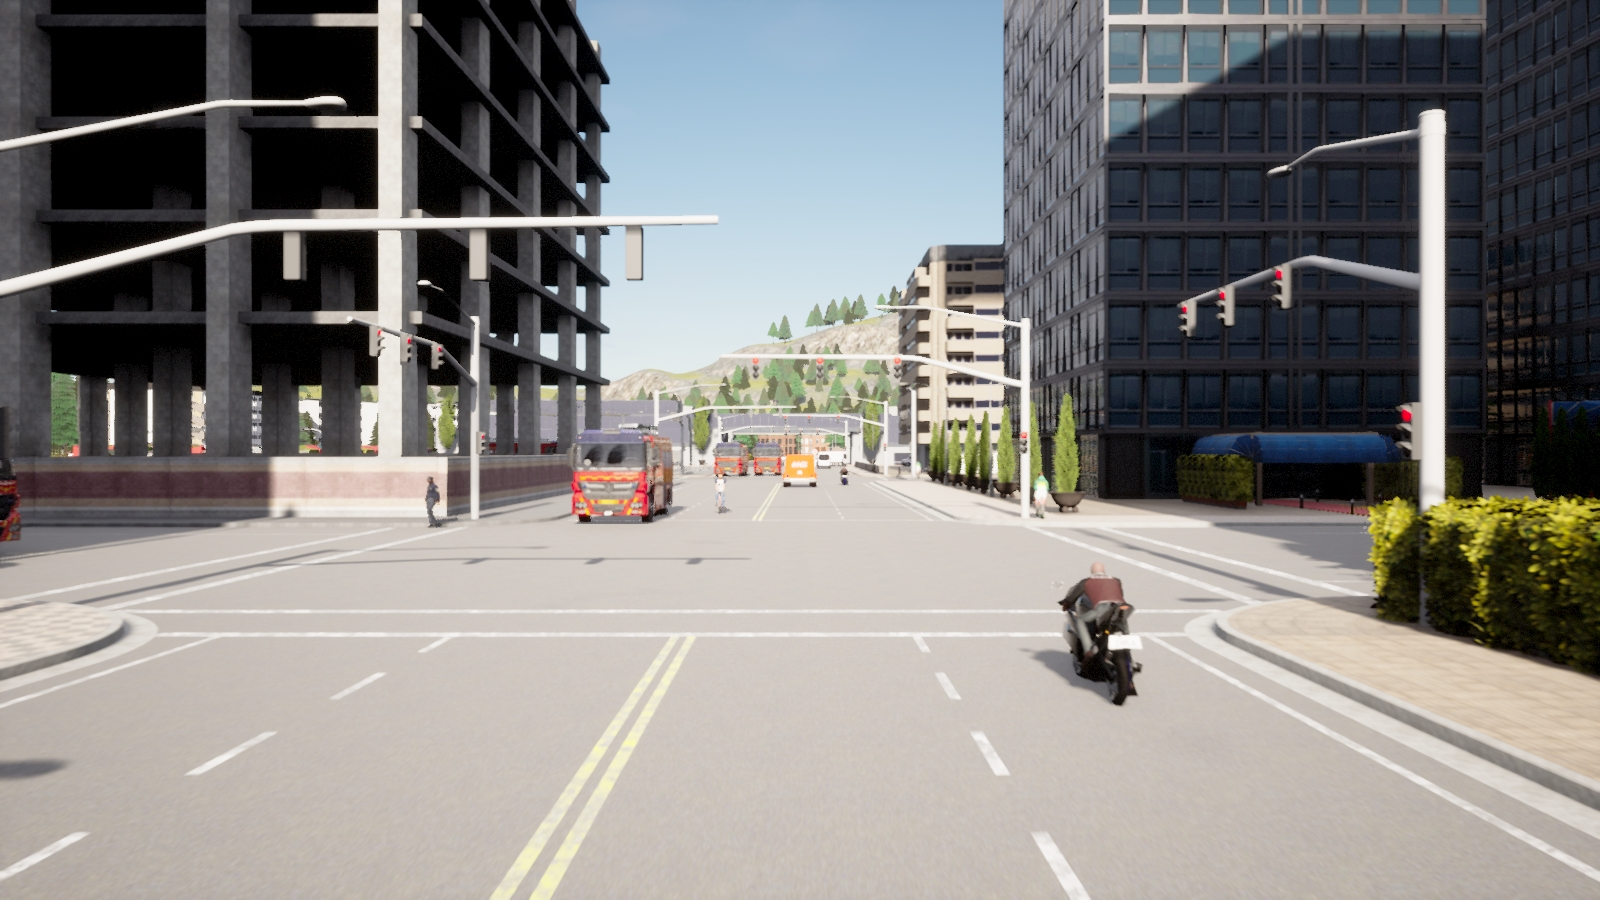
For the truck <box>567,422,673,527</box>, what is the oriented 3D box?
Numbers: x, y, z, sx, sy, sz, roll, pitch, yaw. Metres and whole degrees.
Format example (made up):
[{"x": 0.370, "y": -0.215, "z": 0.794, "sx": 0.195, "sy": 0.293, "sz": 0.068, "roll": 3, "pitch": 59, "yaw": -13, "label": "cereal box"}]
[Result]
[{"x": -7.037, "y": 0.889, "z": 45.936, "sx": 2.891, "sy": 3.827, "sz": 8.468, "roll": 0, "pitch": 0, "yaw": 0, "label": "truck"}]

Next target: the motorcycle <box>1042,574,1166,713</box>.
[{"x": 3.502, "y": 2.204, "z": 13.389, "sx": 0.867, "sy": 1.251, "sz": 2.209, "roll": 0, "pitch": 0, "yaw": 0, "label": "motorcycle"}]

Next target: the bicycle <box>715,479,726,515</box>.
[{"x": -3.483, "y": 2.053, "z": 49.910, "sx": 0.373, "sy": 1.496, "sz": 1.643, "roll": 0, "pitch": 0, "yaw": 0, "label": "bicycle"}]

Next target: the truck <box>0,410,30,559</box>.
[{"x": -24.725, "y": 0.890, "z": 28.994, "sx": 8.468, "sy": 3.827, "sz": 2.891, "roll": 0, "pitch": 0, "yaw": 0, "label": "truck"}]

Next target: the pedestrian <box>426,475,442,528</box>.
[{"x": -13.077, "y": 1.846, "z": 40.802, "sx": 0.375, "sy": 1.860, "sz": 0.375, "roll": 0, "pitch": 0, "yaw": 32, "label": "pedestrian"}]

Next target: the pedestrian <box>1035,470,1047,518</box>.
[{"x": 9.298, "y": 1.694, "z": 44.065, "sx": 0.375, "sy": 1.860, "sz": 0.375, "roll": 0, "pitch": 0, "yaw": 1, "label": "pedestrian"}]
